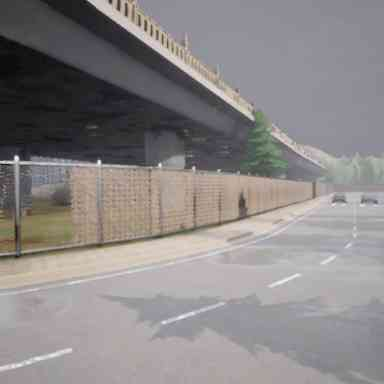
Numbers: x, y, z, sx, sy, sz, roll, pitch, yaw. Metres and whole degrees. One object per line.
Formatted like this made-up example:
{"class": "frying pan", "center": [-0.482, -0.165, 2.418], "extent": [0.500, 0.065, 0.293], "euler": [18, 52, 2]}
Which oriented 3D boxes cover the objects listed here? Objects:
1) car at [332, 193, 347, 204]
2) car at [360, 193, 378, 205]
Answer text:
{"class": "car", "center": [20.296, 0.860, 45.710], "extent": [2.033, 1.411, 5.357], "euler": [-1, 1, 26]}
{"class": "car", "center": [22.701, 0.827, 42.667], "extent": [1.812, 1.442, 4.674], "euler": [-1, 1, 26]}
